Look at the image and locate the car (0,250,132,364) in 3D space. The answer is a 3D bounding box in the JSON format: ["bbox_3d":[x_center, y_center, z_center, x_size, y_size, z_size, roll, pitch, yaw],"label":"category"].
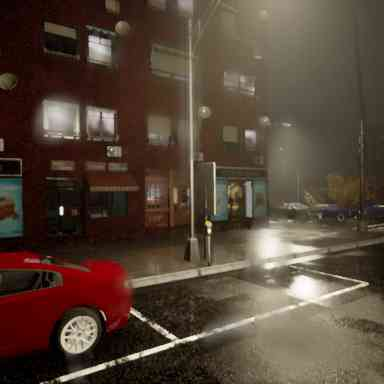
[{"bbox_3d":[-3.046,1.545,4.402,4.507,1.381,1.887,0,-1,-35],"label":"car"}]

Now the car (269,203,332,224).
[{"bbox_3d":[8.286,1.649,27.019,2.128,1.511,4.902,-1,0,-33],"label":"car"}]

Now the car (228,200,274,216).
[{"bbox_3d":[6.228,1.648,35.616,1.882,1.535,5.008,-1,0,-35],"label":"car"}]

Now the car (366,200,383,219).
[{"bbox_3d":[16.224,1.395,27.340,2.097,1.767,4.553,-1,0,-35],"label":"car"}]

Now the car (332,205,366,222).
[{"bbox_3d":[11.585,1.709,27.953,1.895,1.301,4.718,-1,0,-35],"label":"car"}]
